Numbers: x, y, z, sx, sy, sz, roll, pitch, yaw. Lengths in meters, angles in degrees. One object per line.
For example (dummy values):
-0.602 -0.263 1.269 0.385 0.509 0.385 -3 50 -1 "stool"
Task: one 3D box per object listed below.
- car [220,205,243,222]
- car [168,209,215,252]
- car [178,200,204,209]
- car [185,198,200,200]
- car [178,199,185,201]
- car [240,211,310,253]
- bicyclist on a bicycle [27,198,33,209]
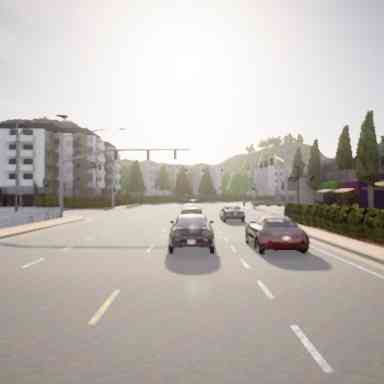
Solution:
3.485 1.821 28.991 2.033 1.411 5.357 0 -1 1 "car"
-0.008 1.662 14.379 1.812 1.442 4.674 0 0 0 "car"
-0.024 1.770 29.302 2.128 1.511 4.902 0 0 0 "car"
0.885 2.369 87.948 2.033 1.411 5.357 0 -1 25 "car"
-2.020 2.443 89.959 1.895 1.301 4.718 0 -1 25 "car"
3.492 1.700 14.296 1.994 1.385 4.181 0 0 0 "car"
-25.182 1.790 51.752 0.582 1.620 1.656 0 0 1 "bicyclist on a bicycle"
